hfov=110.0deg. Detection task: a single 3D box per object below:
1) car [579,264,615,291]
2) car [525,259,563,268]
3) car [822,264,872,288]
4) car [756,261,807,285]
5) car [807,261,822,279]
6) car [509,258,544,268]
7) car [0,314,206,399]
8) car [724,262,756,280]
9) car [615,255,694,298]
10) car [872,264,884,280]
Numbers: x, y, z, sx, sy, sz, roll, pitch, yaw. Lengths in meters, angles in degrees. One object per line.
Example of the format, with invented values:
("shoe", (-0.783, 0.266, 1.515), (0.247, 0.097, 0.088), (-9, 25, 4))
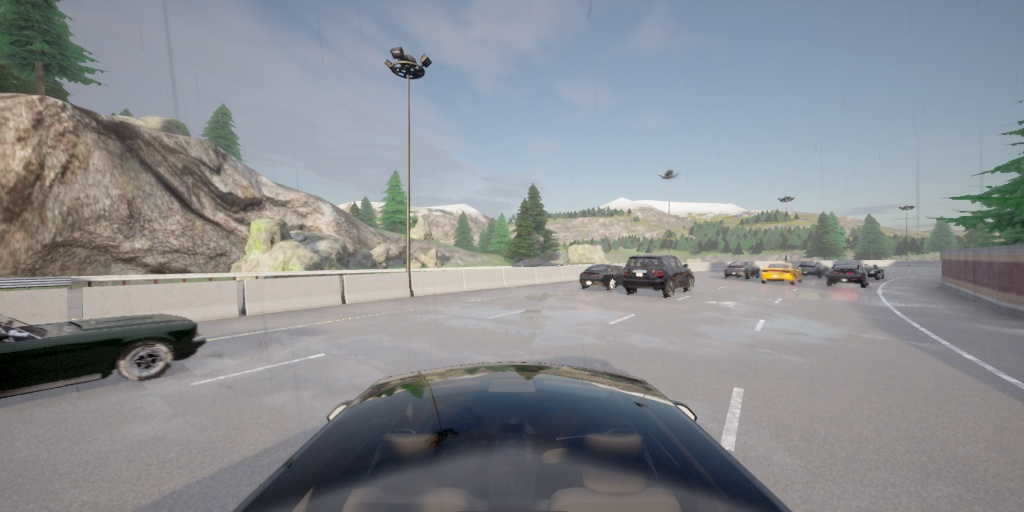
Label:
("car", (5.961, 1.255, 22.152), (1.837, 1.490, 4.892), (0, 0, 41))
("car", (3.642, 1.314, 35.269), (1.994, 1.385, 4.181), (0, 0, 45))
("car", (22.505, 1.255, 24.015), (4.892, 1.490, 1.837), (0, 0, -43))
("car", (19.817, 1.228, 26.289), (5.008, 1.535, 1.882), (0, 0, -44))
("car", (27.777, 1.241, 33.140), (4.902, 1.511, 2.128), (0, 0, -39))
("car", (1.726, 1.102, 38.292), (4.553, 1.767, 2.097), (0, 0, -45))
("car", (-7.383, 1.350, 4.902), (1.895, 1.301, 4.718), (0, 0, 33))
("car", (20.261, 1.241, 31.425), (4.902, 1.511, 2.128), (0, 0, -42))
("car", (7.822, 0.972, 19.028), (2.150, 2.045, 5.566), (0, 0, 41))
("car", (30.461, 1.351, 30.830), (4.718, 1.301, 1.895), (0, 0, -39))
